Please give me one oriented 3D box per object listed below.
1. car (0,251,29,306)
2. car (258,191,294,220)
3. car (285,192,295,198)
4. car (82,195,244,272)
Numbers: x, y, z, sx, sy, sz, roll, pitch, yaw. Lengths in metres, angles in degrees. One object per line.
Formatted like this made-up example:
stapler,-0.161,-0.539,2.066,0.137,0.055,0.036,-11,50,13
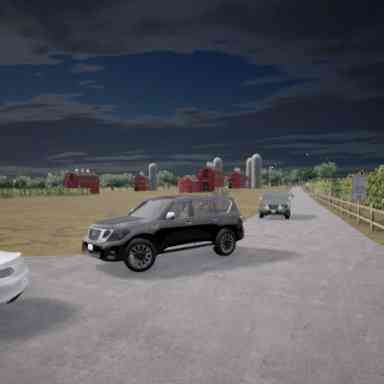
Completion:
car,-5.497,1.618,5.914,4.674,1.442,1.812,-1,1,-14
car,6.497,0.979,25.750,2.150,2.045,5.566,0,0,18
car,23.459,0.637,79.546,1.994,1.385,4.181,0,1,18
car,-0.676,1.142,10.947,5.566,2.045,2.150,-1,1,-39
